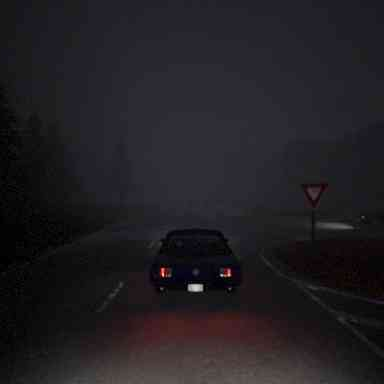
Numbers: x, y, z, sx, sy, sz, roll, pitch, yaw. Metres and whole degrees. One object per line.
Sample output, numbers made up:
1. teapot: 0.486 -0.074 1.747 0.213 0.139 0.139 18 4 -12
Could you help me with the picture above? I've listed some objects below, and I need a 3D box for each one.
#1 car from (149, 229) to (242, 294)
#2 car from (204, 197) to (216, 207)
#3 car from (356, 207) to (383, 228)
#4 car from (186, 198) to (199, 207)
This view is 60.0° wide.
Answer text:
1. car: 0.077 1.634 8.869 1.895 1.301 4.718 0 0 0
2. car: 2.930 1.660 55.056 1.816 1.474 4.193 -6 0 -2
3. car: 13.103 1.507 21.104 4.892 1.490 1.837 0 0 16
4. car: 0.057 1.712 55.824 1.837 1.490 4.892 0 0 0
